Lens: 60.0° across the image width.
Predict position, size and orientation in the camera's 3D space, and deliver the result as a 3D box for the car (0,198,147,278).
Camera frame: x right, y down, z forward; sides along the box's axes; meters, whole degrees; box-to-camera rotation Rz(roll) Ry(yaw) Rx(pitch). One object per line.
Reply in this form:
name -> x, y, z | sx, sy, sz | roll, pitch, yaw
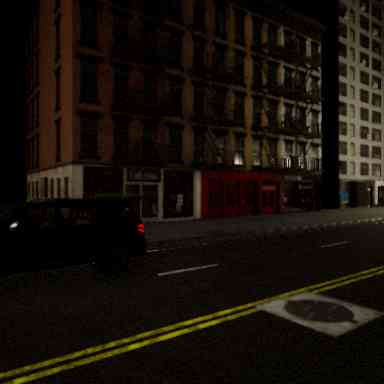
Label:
car -> -3.903, 1.211, 8.765 | 5.566, 2.045, 2.150 | 0, 0, -35
